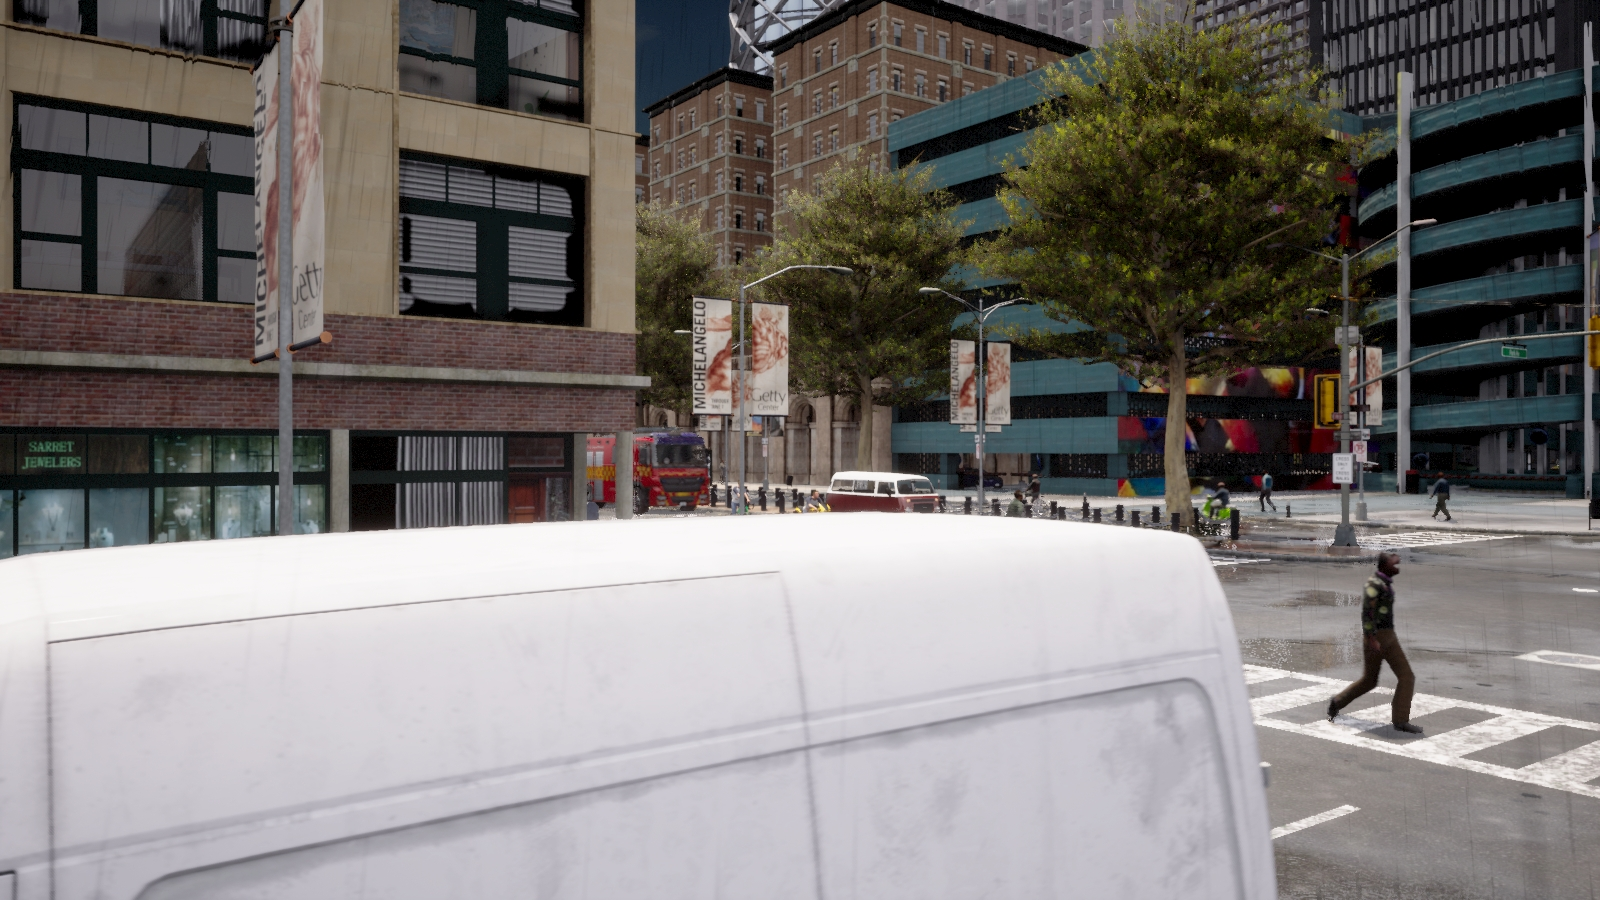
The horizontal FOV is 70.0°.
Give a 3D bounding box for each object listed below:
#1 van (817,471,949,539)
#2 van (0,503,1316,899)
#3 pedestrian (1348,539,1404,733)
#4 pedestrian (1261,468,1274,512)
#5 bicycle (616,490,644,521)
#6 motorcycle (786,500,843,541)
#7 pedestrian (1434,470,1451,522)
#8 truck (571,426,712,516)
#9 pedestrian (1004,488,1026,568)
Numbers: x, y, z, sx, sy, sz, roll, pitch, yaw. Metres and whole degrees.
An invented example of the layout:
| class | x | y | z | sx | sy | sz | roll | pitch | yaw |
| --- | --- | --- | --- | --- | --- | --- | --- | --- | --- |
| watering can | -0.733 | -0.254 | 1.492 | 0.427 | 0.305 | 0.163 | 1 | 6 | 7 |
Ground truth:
| class | x | y | z | sx | sy | sz | roll | pitch | yaw |
| --- | --- | --- | --- | --- | --- | --- | --- | --- | --- |
| van | 2.714 | 1.773 | 38.445 | 2.069 | 2.038 | 4.480 | 0 | 0 | -35 |
| van | -1.287 | 1.534 | 2.896 | 5.915 | 2.561 | 1.988 | 0 | 0 | -35 |
| pedestrian | 5.776 | 1.843 | 11.461 | 0.375 | 1.860 | 0.375 | 0 | 0 | -39 |
| pedestrian | 19.684 | 1.681 | 48.104 | 0.375 | 1.860 | 0.375 | 0 | 0 | -23 |
| bicycle | -6.821 | 2.202 | 45.869 | 0.329 | 1.171 | 1.835 | 0 | 0 | -35 |
| motorcycle | 0.444 | 2.205 | 35.973 | 0.803 | 1.145 | 2.033 | 0 | 0 | -33 |
| pedestrian | 23.430 | 1.679 | 41.669 | 0.375 | 1.860 | 0.375 | 0 | 0 | -19 |
| truck | -7.503 | 0.880 | 52.908 | 2.891 | 3.827 | 8.468 | 0 | 0 | -35 |
| pedestrian | 5.105 | 1.840 | 27.162 | 0.375 | 1.860 | 0.375 | 0 | 0 | -22 |
